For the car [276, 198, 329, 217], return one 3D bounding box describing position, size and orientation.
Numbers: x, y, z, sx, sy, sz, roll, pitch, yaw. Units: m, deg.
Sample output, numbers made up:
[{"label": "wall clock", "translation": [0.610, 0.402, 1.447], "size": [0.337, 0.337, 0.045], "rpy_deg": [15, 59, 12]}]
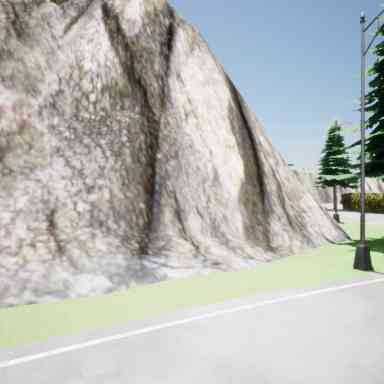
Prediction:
[{"label": "car", "translation": [10.675, 1.478, 31.693], "size": [1.882, 1.535, 5.008], "rpy_deg": [0, 0, -25]}]
